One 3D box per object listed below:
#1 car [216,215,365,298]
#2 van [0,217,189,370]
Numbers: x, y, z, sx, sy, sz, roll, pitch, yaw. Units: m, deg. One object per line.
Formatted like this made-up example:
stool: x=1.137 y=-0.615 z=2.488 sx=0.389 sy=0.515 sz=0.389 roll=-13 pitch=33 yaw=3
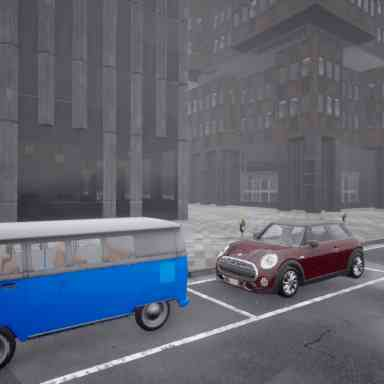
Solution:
car: x=2.539 y=1.441 z=8.450 sx=4.097 sy=1.590 sz=1.967 roll=0 pitch=0 yaw=-35
van: x=-1.962 y=1.341 z=5.247 sx=3.998 sy=1.788 sz=1.690 roll=0 pitch=0 yaw=-35
